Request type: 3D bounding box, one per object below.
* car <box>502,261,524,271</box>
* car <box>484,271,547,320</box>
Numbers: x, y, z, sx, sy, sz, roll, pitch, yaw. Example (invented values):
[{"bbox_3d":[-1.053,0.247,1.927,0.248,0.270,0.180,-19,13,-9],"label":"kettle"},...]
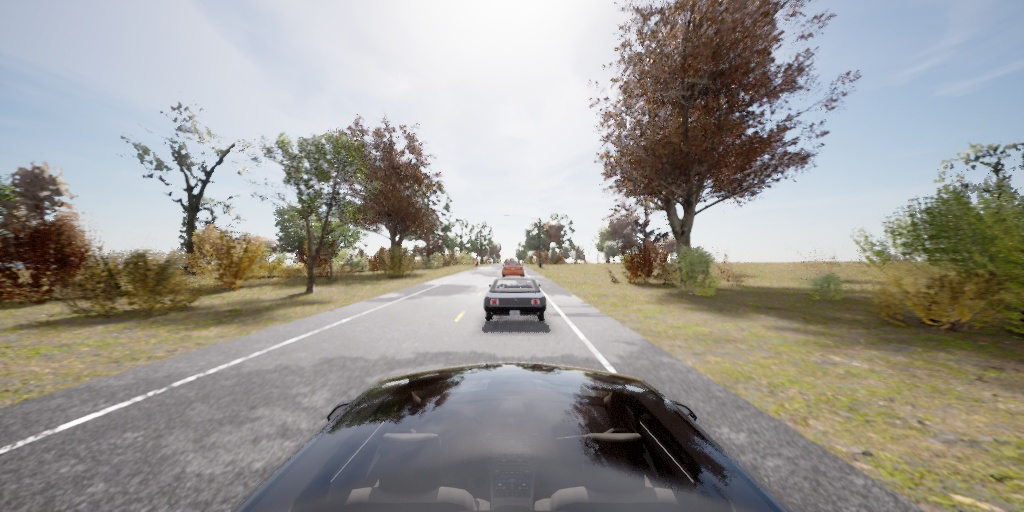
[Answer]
[{"bbox_3d":[0.101,1.247,36.157,2.097,1.767,4.553,0,0,0],"label":"car"},{"bbox_3d":[0.095,1.387,12.723,1.895,1.301,4.718,0,0,0],"label":"car"}]
